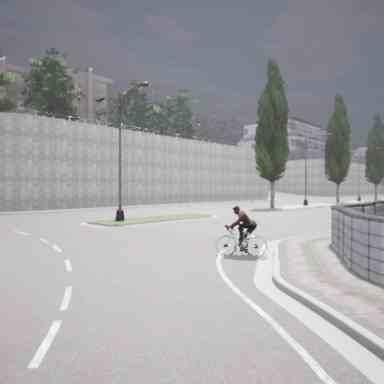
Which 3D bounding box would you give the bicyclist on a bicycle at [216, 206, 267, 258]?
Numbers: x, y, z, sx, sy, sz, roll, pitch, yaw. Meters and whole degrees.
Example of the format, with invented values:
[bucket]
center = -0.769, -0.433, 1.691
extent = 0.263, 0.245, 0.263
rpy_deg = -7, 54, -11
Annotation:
[bicyclist on a bicycle]
center = 1.567, 1.274, 10.586
extent = 1.656, 1.620, 0.582
rpy_deg = 1, 1, 12
